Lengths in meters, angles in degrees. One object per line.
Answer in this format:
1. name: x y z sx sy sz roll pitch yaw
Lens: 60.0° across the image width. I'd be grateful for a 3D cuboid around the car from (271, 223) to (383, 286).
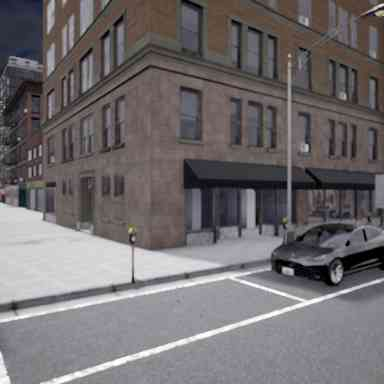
1. car: 4.150 1.595 9.504 4.313 1.339 1.947 0 0 -36
